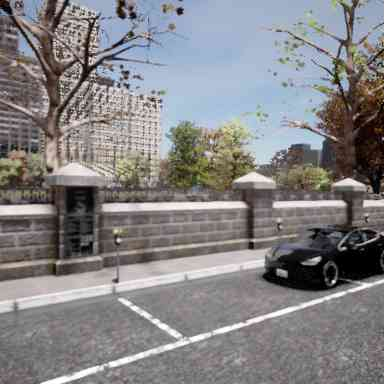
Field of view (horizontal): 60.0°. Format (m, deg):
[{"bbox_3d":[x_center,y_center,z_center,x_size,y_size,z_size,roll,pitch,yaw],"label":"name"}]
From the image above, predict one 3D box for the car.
[{"bbox_3d":[3.975,1.628,9.392,4.313,1.339,1.947,1,0,-35],"label":"car"}]
